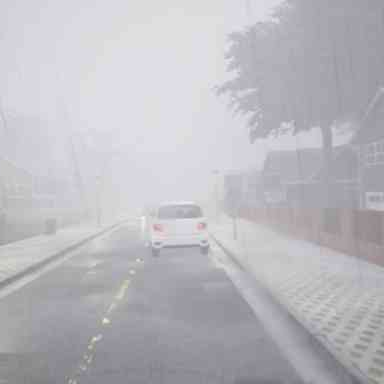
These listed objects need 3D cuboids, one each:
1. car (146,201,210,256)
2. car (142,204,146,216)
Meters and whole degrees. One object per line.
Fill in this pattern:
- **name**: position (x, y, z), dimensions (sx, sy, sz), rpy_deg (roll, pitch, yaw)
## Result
- **car**: position (-0.591, 1.409, 14.145), dimensions (2.150, 2.045, 5.566), rpy_deg (-2, -1, -4)
- **car**: position (-4.972, 2.080, 40.645), dimensions (1.837, 1.490, 4.892), rpy_deg (-2, -1, -3)
